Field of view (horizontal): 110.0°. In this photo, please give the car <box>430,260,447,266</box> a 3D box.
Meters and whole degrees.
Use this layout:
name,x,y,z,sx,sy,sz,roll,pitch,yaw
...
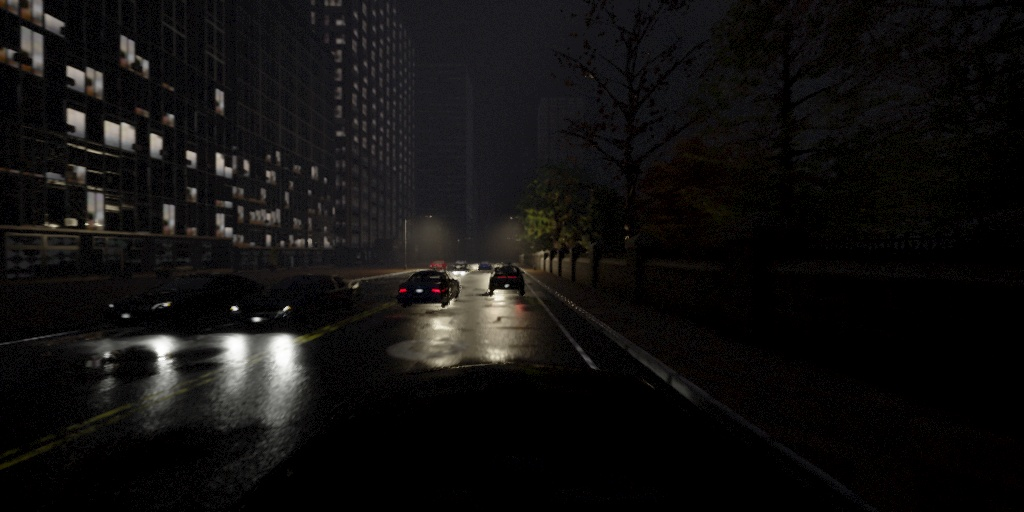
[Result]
name,x,y,z,sx,sy,sz,roll,pitch,yaw
car,-10.844,1.412,52.936,1.882,1.535,5.008,0,0,-1

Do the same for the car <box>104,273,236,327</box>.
name,x,y,z,sx,sy,sz,roll,pitch,yaw
car,-10.096,1.292,11.676,1.812,1.442,4.674,0,0,-1

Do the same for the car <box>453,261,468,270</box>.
name,x,y,z,sx,sy,sz,roll,pitch,yaw
car,-7.596,1.434,53.022,2.128,1.511,4.902,0,0,-1

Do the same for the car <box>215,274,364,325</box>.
name,x,y,z,sx,sy,sz,roll,pitch,yaw
car,-6.847,1.324,12.218,2.033,1.411,5.357,0,0,-1

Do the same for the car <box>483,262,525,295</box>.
name,x,y,z,sx,sy,sz,roll,pitch,yaw
car,-0.307,1.319,20.645,2.128,1.511,4.902,0,0,-1

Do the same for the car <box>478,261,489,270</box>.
name,x,y,z,sx,sy,sz,roll,pitch,yaw
car,-4.248,1.529,56.585,1.994,1.385,4.181,0,0,-1

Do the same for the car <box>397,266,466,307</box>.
name,x,y,z,sx,sy,sz,roll,pitch,yaw
car,-3.463,1.347,15.703,2.033,1.411,5.357,0,0,-1
